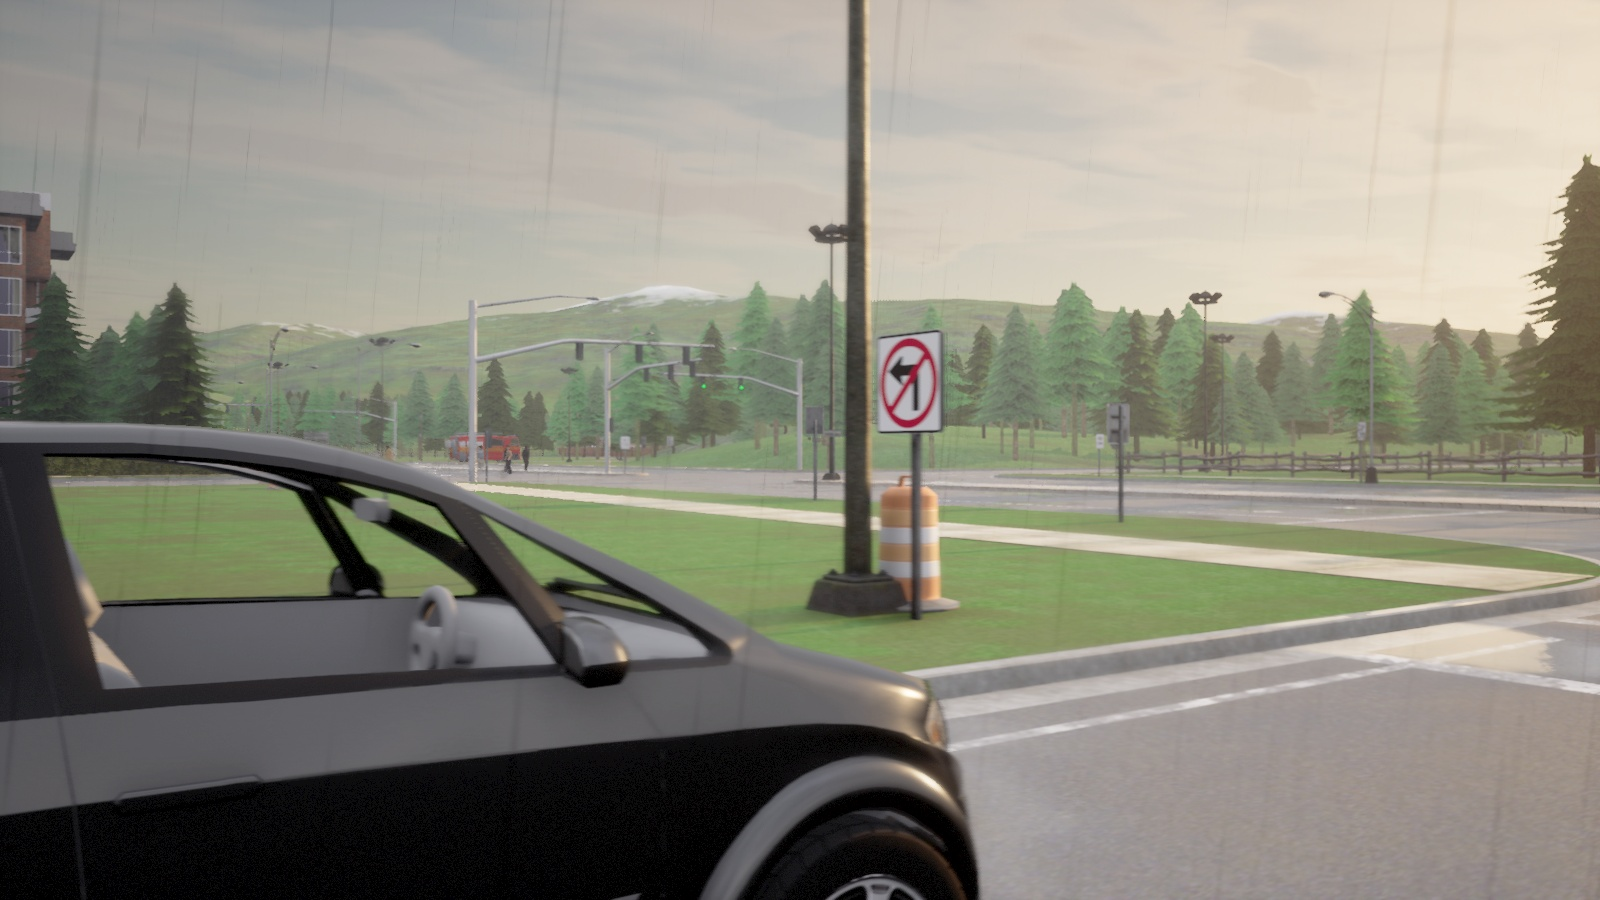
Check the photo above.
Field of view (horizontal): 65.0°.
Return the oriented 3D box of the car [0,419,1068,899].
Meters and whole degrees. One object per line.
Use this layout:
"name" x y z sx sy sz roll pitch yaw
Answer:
"car" -1.390 0.732 2.690 3.705 1.549 1.789 0 0 -35
